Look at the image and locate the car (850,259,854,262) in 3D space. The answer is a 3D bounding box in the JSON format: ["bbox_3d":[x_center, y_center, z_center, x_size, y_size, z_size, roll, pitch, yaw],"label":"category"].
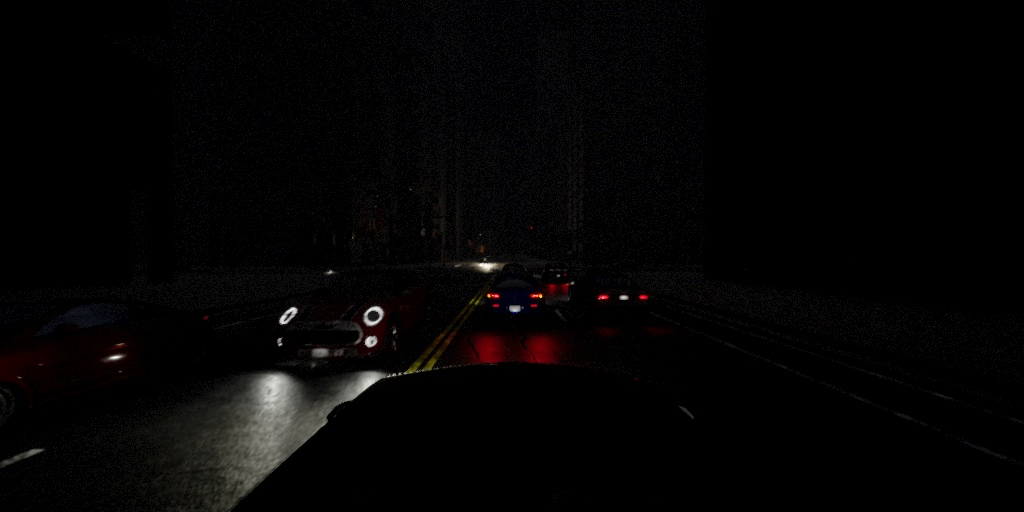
[{"bbox_3d":[43.840,1.155,43.350,4.097,1.591,1.967,0,0,0],"label":"car"}]

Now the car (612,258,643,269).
[{"bbox_3d":[16.684,1.052,52.028,4.097,1.591,1.967,0,0,0],"label":"car"}]

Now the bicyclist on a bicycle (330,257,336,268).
[{"bbox_3d":[-25.887,0.982,51.757,0.582,1.620,1.656,0,1,0],"label":"bicyclist on a bicycle"}]

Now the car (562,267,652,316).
[{"bbox_3d":[3.344,1.292,13.209,2.033,1.411,5.357,0,0,0],"label":"car"}]

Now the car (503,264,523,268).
[{"bbox_3d":[0.091,1.277,26.656,2.033,1.411,5.357,0,0,0],"label":"car"}]

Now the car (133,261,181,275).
[{"bbox_3d":[-40.832,1.434,40.370,4.829,1.417,1.751,0,0,0],"label":"car"}]

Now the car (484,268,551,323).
[{"bbox_3d":[0.086,1.272,11.978,1.812,1.442,4.674,0,-1,0],"label":"car"}]

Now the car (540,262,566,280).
[{"bbox_3d":[3.345,1.217,28.169,2.128,1.511,4.902,0,0,0],"label":"car"}]

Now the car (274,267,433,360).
[{"bbox_3d":[-3.348,1.099,8.510,2.097,1.767,4.553,0,0,0],"label":"car"}]

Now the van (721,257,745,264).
[{"bbox_3d":[27.520,1.071,43.442,3.998,1.789,1.690,0,0,0],"label":"van"}]

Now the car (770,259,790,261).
[{"bbox_3d":[32.961,1.306,43.411,4.207,1.307,1.802,0,0,0],"label":"car"}]

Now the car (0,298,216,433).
[{"bbox_3d":[-6.599,1.313,5.020,1.994,1.385,4.181,0,0,0],"label":"car"}]
